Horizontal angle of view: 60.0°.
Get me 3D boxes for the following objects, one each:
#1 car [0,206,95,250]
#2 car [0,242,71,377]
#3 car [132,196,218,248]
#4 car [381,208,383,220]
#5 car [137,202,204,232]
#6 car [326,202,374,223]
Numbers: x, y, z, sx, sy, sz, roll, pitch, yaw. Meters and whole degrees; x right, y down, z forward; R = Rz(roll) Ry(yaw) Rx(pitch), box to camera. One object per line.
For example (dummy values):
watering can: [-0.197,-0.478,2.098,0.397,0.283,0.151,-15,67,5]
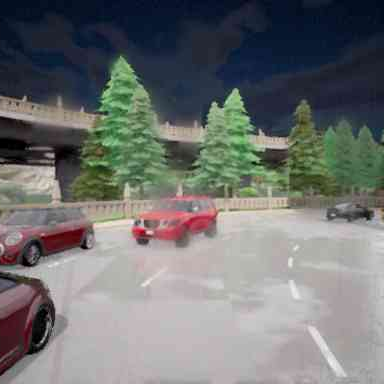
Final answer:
car: [-5.357,1.342,11.567,2.097,1.767,4.553,0,0,16]
car: [-3.160,1.562,3.372,1.994,1.385,4.181,0,0,5]
car: [-0.522,1.211,15.295,2.150,2.045,5.566,0,0,24]
car: [15.657,1.461,23.907,5.008,1.535,1.882,0,0,-32]
car: [-1.208,1.488,21.197,1.837,1.490,4.892,0,0,32]
car: [12.115,1.507,25.553,4.674,1.442,1.812,0,0,-36]
